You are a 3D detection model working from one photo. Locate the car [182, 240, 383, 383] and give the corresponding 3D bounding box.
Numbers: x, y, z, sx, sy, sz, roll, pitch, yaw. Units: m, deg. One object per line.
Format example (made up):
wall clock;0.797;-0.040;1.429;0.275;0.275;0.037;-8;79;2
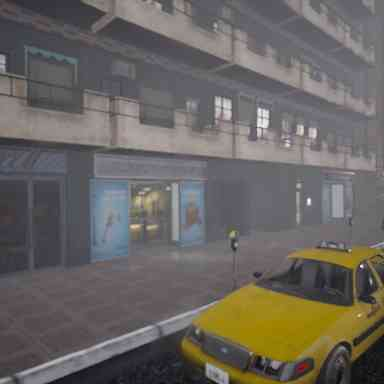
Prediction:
car;1.995;1.460;4.949;4.829;1.417;1.752;-1;1;-43
